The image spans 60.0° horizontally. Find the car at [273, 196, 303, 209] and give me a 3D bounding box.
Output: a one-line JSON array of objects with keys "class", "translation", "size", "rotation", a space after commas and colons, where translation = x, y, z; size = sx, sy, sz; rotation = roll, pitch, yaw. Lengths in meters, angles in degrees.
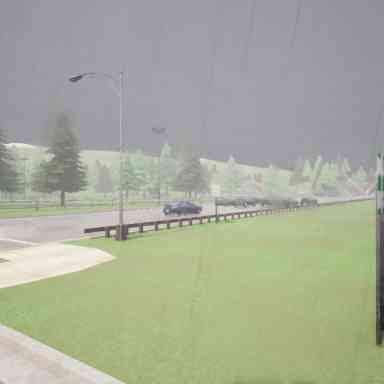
[{"class": "car", "translation": [13.265, 1.505, 45.806], "size": [1.837, 1.490, 4.892], "rotation": [0, 0, 35]}]

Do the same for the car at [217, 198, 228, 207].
[{"class": "car", "translation": [5.338, 1.564, 52.767], "size": [1.994, 1.385, 4.181], "rotation": [0, 0, 35]}]

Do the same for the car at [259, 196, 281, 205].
[{"class": "car", "translation": [13.869, 1.491, 58.958], "size": [2.128, 1.511, 4.902], "rotation": [0, 0, 35]}]

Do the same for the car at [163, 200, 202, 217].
[{"class": "car", "translation": [-0.879, 1.526, 31.608], "size": [1.812, 1.442, 4.674], "rotation": [0, 0, 35]}]

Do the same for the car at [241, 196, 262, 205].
[{"class": "car", "translation": [11.002, 1.478, 60.965], "size": [1.882, 1.535, 5.008], "rotation": [0, 0, 35]}]

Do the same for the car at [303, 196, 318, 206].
[{"class": "car", "translation": [19.129, 1.505, 54.266], "size": [1.837, 1.490, 4.892], "rotation": [0, 0, 35]}]

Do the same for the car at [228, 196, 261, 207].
[{"class": "car", "translation": [8.035, 1.491, 50.530], "size": [2.128, 1.511, 4.902], "rotation": [0, 0, 35]}]

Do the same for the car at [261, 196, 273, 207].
[{"class": "car", "translation": [12.056, 1.507, 50.148], "size": [1.837, 1.490, 4.892], "rotation": [0, 1, 35]}]
